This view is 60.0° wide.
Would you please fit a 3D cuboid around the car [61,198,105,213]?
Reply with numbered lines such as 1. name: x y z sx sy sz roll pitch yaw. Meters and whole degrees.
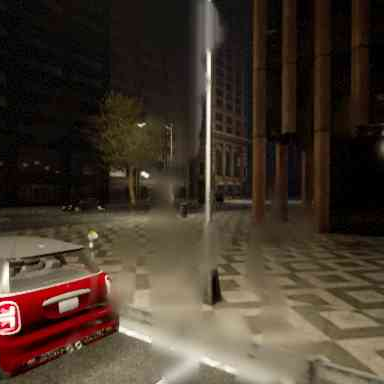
1. car: -11.578 1.376 35.634 1.837 1.490 4.892 0 1 36

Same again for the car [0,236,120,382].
1. car: -3.095 1.431 5.302 4.097 1.590 1.967 0 0 37

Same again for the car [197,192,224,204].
1. car: 3.189 1.042 55.535 2.150 2.045 5.566 0 0 37
